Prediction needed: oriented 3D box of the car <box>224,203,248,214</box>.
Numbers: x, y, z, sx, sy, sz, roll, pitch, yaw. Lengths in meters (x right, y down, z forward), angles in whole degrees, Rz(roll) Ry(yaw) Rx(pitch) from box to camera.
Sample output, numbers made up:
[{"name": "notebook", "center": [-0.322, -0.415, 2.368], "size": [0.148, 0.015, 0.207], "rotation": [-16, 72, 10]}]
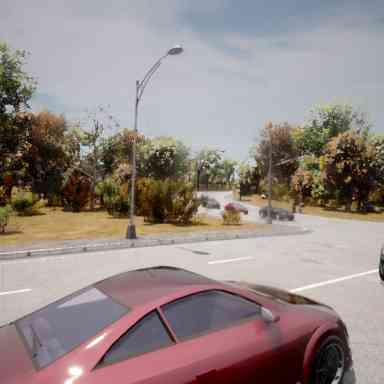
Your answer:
[{"name": "car", "center": [5.962, 2.203, 45.364], "size": [1.812, 1.442, 4.674], "rotation": [3, 0, -19]}]

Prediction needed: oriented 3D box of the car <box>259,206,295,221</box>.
[{"name": "car", "center": [9.311, 2.295, 36.707], "size": [1.837, 1.490, 4.892], "rotation": [3, -1, -23]}]

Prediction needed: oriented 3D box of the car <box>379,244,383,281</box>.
[{"name": "car", "center": [6.943, 1.485, 8.756], "size": [4.553, 1.767, 2.097], "rotation": [2, -1, -36]}]

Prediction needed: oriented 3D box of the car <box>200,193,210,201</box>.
[{"name": "car", "center": [3.064, 1.120, 78.666], "size": [2.128, 1.511, 4.902], "rotation": [2, 2, -1]}]

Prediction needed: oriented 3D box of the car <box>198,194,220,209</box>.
[{"name": "car", "center": [3.138, 1.750, 54.926], "size": [2.097, 1.767, 4.553], "rotation": [3, 1, -14]}]

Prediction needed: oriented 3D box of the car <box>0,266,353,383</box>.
[{"name": "car", "center": [-0.075, 1.571, 3.696], "size": [4.181, 1.385, 1.994], "rotation": [0, 0, -36]}]
